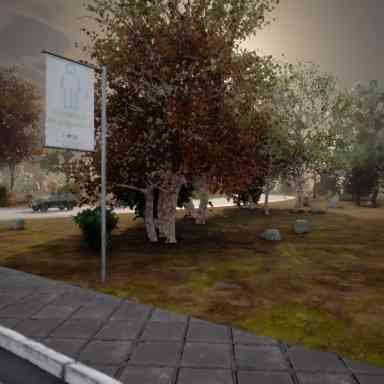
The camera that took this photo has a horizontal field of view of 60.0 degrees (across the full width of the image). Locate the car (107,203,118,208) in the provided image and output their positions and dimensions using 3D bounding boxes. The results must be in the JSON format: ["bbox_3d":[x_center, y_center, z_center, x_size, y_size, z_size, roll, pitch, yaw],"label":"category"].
[{"bbox_3d":[-10.155,1.462,48.182,1.837,1.490,4.892,0,0,37],"label":"car"}]

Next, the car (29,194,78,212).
[{"bbox_3d":[-16.546,1.212,39.955,2.150,2.045,5.566,0,0,38],"label":"car"}]
